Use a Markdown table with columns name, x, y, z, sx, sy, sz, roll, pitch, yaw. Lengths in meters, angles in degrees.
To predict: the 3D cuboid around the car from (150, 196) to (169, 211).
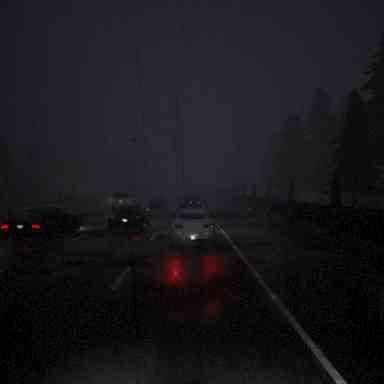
| name | x | y | z | sx | sy | sz | roll | pitch | yaw |
| --- | --- | --- | --- | --- | --- | --- | --- | --- | --- |
| car | -3.609 | 1.232 | 36.587 | 1.882 | 1.535 | 5.008 | 0 | 0 | 0 |

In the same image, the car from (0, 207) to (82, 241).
| name | x | y | z | sx | sy | sz | roll | pitch | yaw |
| --- | --- | --- | --- | --- | --- | --- | --- | --- | --- |
| car | -6.988 | 1.445 | 16.017 | 2.033 | 1.411 | 5.357 | 0 | 0 | 0 |

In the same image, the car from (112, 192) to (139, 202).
| name | x | y | z | sx | sy | sz | roll | pitch | yaw |
| --- | --- | --- | --- | --- | --- | --- | --- | --- | --- |
| car | -7.103 | 0.985 | 35.724 | 2.150 | 2.045 | 5.566 | 0 | 0 | 0 |

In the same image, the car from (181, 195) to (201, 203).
| name | x | y | z | sx | sy | sz | roll | pitch | yaw |
| --- | --- | --- | --- | --- | --- | --- | --- | --- | --- |
| car | -0.103 | 1.111 | 35.485 | 2.097 | 1.767 | 4.553 | 0 | 0 | 0 |

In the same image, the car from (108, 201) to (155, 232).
| name | x | y | z | sx | sy | sz | roll | pitch | yaw |
| --- | --- | --- | --- | --- | --- | --- | --- | --- | --- |
| car | -3.507 | 1.435 | 19.294 | 1.994 | 1.385 | 4.181 | 0 | 0 | 0 |

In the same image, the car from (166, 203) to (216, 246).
| name | x | y | z | sx | sy | sz | roll | pitch | yaw |
| --- | --- | --- | --- | --- | --- | --- | --- | --- | --- |
| car | 0.010 | 1.425 | 14.681 | 1.812 | 1.442 | 4.674 | 0 | 0 | -1 |
